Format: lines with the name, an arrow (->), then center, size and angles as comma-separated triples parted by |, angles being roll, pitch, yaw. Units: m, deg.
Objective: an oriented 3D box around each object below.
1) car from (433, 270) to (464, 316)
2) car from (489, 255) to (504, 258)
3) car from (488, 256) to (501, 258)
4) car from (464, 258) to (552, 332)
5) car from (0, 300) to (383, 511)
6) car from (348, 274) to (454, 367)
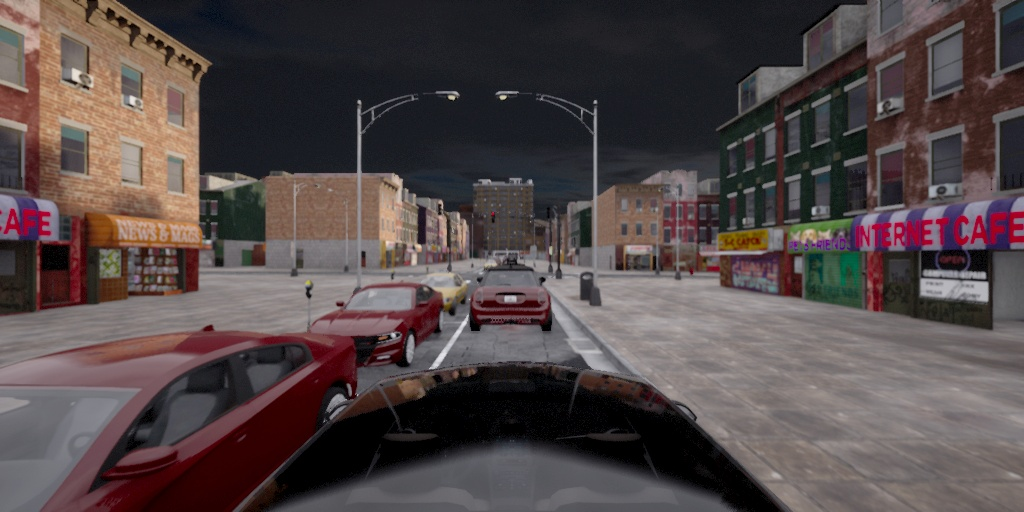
car -> -2.639, 1.212, 13.175 | 1.751, 1.417, 4.829 | 0, 0, 0
car -> -2.646, 0.843, 50.745 | 2.192, 1.841, 5.009 | 0, 0, 0
car -> -2.645, 1.074, 45.132 | 1.751, 1.417, 4.829 | 0, 0, 0
car -> -0.022, 1.052, 10.822 | 2.097, 1.767, 4.553 | 0, 0, 0
car -> -2.636, 1.291, 2.358 | 1.888, 1.381, 4.507 | 0, 0, 0
car -> -2.637, 1.260, 7.852 | 1.888, 1.381, 4.507 | 0, 0, 0
